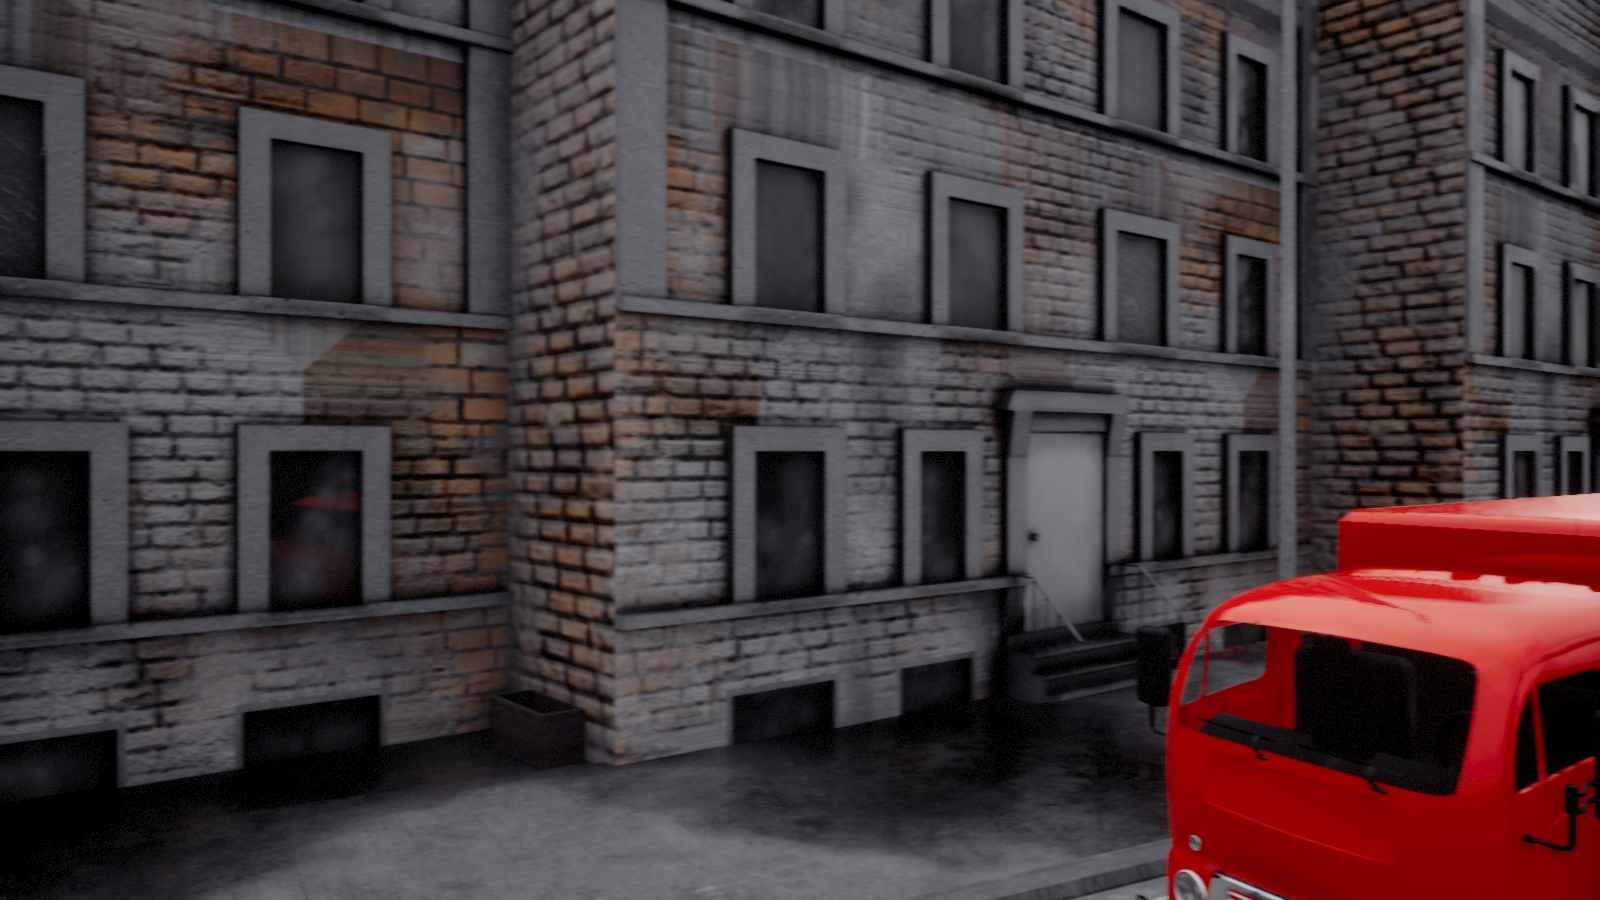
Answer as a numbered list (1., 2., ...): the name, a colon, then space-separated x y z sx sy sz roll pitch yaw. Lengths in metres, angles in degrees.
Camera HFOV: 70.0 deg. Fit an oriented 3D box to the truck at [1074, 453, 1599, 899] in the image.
1. truck: 4.411 1.326 6.241 5.204 2.467 2.627 -2 1 -29
